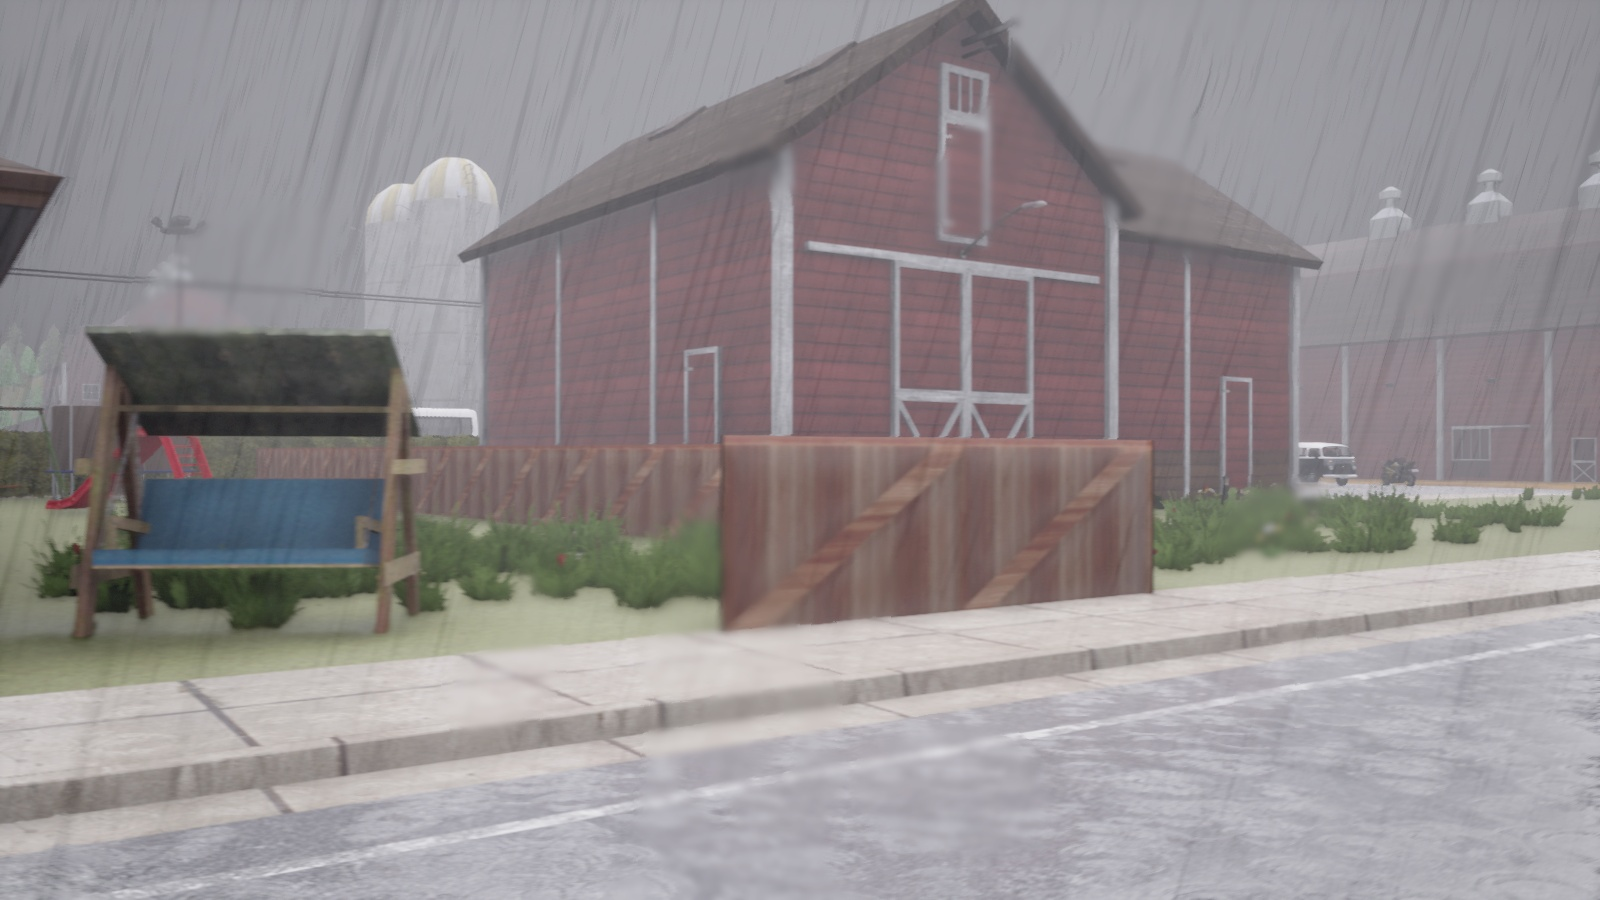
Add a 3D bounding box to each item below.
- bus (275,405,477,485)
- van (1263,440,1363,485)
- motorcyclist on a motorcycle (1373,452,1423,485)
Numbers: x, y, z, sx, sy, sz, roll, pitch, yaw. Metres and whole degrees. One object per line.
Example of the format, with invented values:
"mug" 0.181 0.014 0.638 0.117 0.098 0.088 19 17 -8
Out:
"bus" -24.185 -0.264 72.007 10.273 4.253 3.944 0 0 -36
"van" 24.049 0.553 59.033 2.069 2.038 4.480 0 0 -14
"motorcyclist on a motorcycle" 27.812 0.853 58.433 0.866 1.530 2.191 0 0 -16
